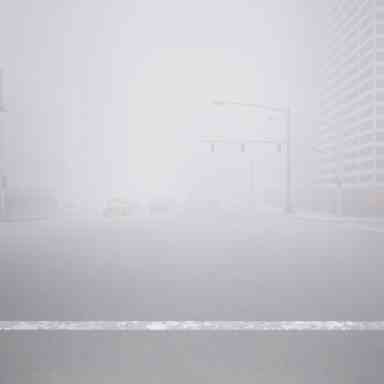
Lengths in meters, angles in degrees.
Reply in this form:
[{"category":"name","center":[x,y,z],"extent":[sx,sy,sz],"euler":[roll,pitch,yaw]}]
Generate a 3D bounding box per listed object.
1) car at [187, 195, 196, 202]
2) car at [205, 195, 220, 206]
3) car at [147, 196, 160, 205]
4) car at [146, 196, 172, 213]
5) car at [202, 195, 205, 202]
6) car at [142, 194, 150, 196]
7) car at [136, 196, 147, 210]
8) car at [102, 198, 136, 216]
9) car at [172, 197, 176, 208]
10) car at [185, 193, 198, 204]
[{"category":"car","center":[-0.115,1.382,74.562],"extent":[1.994,1.385,4.181],"euler":[0,0,0]},{"category":"car","center":[3.515,1.526,53.951],"extent":[1.812,1.442,4.674],"euler":[0,0,0]},{"category":"car","center":[-7.154,1.505,62.265],"extent":[1.837,1.490,4.892],"euler":[0,0,0]},{"category":"car","center":[-3.640,1.506,37.503],"extent":[1.837,1.490,4.892],"euler":[0,0,0]},{"category":"car","center":[3.388,1.355,74.712],"extent":[2.097,1.767,4.553],"euler":[0,0,0]},{"category":"car","center":[-7.168,1.526,52.279],"extent":[1.812,1.442,4.674],"euler":[0,0,0]},{"category":"car","center":[-7.156,1.548,42.335],"extent":[2.033,1.411,5.357],"euler":[0,0,0]},{"category":"car","center":[-7.207,1.351,32.528],"extent":[2.097,1.767,4.553],"euler":[0,0,2]},{"category":"car","center":[-3.653,1.526,47.079],"extent":[1.812,1.442,4.674],"euler":[0,0,0]},{"category":"car","center":[-0.099,1.221,63.891],"extent":[2.150,2.045,5.566],"euler":[0,0,0]}]
